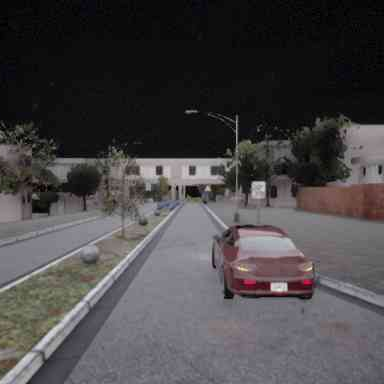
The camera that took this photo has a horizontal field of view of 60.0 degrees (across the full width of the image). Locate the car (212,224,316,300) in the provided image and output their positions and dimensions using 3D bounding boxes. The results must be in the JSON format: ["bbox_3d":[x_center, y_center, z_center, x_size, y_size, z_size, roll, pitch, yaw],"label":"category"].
[{"bbox_3d":[1.535,1.527,8.250,1.812,1.442,4.674,0,0,-1],"label":"car"}]
